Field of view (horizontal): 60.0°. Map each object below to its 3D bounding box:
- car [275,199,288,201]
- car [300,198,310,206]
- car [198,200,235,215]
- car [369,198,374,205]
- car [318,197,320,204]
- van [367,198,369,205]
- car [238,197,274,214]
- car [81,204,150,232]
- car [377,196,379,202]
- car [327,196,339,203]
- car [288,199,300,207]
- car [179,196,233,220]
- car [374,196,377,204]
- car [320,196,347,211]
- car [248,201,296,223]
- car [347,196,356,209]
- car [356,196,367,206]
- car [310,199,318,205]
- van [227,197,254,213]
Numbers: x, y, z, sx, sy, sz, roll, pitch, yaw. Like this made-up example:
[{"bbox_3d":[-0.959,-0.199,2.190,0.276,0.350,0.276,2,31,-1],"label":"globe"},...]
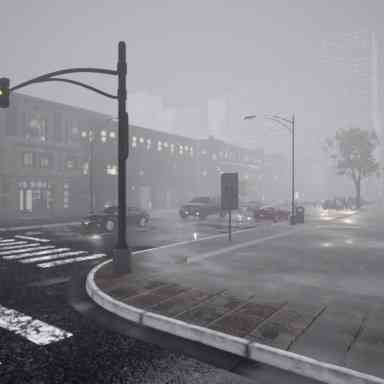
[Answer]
[{"bbox_3d":[12.304,1.759,49.812,1.752,1.417,4.829,0,-1,35],"label":"car"},{"bbox_3d":[18.768,1.846,58.985,2.008,1.369,4.403,0,-1,35],"label":"car"},{"bbox_3d":[2.755,1.674,36.261,1.752,1.417,4.829,0,0,35],"label":"car"},{"bbox_3d":[35.168,1.971,67.709,1.802,1.307,4.206,0,-1,35],"label":"car"},{"bbox_3d":[23.059,1.839,55.013,2.033,1.411,5.357,0,0,35],"label":"car"},{"bbox_3d":[31.985,1.699,63.194,1.690,1.788,3.998,0,-1,35],"label":"van"},{"bbox_3d":[7.072,1.660,37.861,2.128,1.511,4.902,0,0,35],"label":"car"},{"bbox_3d":[-4.732,1.578,21.173,1.837,1.490,4.892,0,0,34],"label":"car"},{"bbox_3d":[41.534,2.037,76.743,1.802,1.307,4.206,0,-1,35],"label":"car"},{"bbox_3d":[34.683,1.893,81.571,1.967,1.590,4.097,0,-1,35],"label":"car"},{"bbox_3d":[15.585,1.815,54.468,2.008,1.369,4.403,0,-1,35],"label":"car"},{"bbox_3d":[1.157,1.340,29.490,2.150,2.045,5.566,0,0,35],"label":"car"},{"bbox_3d":[38.449,1.948,72.366,1.752,1.417,4.829,0,-1,35],"label":"car"},{"bbox_3d":[19.252,1.676,45.125,1.967,1.590,4.097,0,-1,35],"label":"car"},{"bbox_3d":[6.564,1.670,27.027,1.887,1.381,4.507,0,0,35],"label":"car"},{"bbox_3d":[22.435,1.581,49.643,2.192,1.841,5.009,0,-1,35],"label":"car"},{"bbox_3d":[28.802,1.642,58.678,2.192,1.841,5.009,0,-1,35],"label":"car"},{"bbox_3d":[21.951,1.876,63.503,2.008,1.369,4.403,0,-1,35],"label":"car"},{"bbox_3d":[6.035,1.518,40.918,1.690,1.788,3.998,0,0,35],"label":"van"}]
